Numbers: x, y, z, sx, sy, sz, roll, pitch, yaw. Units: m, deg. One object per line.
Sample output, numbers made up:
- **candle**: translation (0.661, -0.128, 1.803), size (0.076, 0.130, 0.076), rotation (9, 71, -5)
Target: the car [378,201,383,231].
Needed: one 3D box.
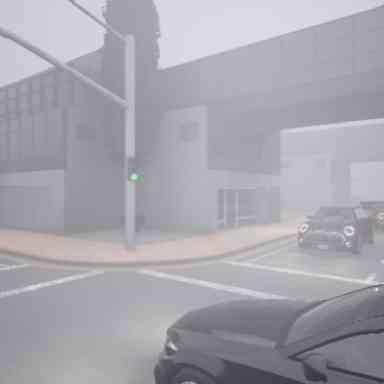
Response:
- **car**: translation (11.104, 1.353, 20.602), size (2.097, 1.767, 4.553), rotation (0, 0, 36)

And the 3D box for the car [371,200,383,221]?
- **car**: translation (16.577, 1.478, 28.056), size (1.882, 1.535, 5.008), rotation (0, 0, 36)

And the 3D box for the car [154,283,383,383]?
- **car**: translation (1.816, 1.525, 2.695), size (4.674, 1.442, 1.812), rotation (0, 0, 35)

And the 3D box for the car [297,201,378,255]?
- **car**: translation (5.953, 1.353, 13.581), size (2.097, 1.767, 4.553), rotation (0, 0, 36)
